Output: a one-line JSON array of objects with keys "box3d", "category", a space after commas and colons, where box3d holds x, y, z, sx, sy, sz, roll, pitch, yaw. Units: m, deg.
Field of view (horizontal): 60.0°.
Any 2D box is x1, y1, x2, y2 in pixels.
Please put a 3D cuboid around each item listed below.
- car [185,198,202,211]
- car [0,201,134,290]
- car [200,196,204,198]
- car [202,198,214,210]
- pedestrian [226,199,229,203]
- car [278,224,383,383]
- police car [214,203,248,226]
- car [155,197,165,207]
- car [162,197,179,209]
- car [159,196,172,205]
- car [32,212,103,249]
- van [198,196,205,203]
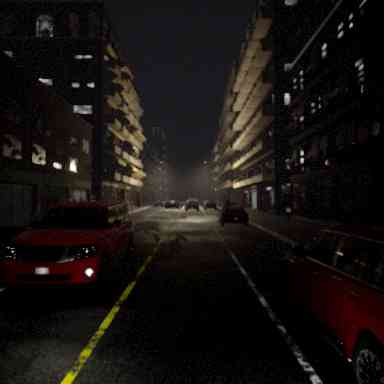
[{"box3d": [0.064, 1.889, 46.337, 1.812, 1.442, 4.674, 0, 0, 0], "category": "car"}, {"box3d": [-3.100, 1.298, 9.652, 2.150, 2.045, 5.566, 0, 0, 0], "category": "car"}, {"box3d": [2.709, 2.144, 71.465, 1.802, 1.307, 4.206, 1, 0, 0], "category": "car"}, {"box3d": [2.707, 1.913, 49.351, 1.752, 1.417, 4.829, 1, 0, 0], "category": "car"}, {"box3d": [3.004, 1.516, 28.225, 0.375, 1.860, 0.375, 1, -1, -5], "category": "pedestrian"}, {"box3d": [2.704, 1.352, 4.614, 2.192, 1.841, 5.009, 1, 0, 0], "category": "car"}, {"box3d": [3.001, 1.623, 25.202, 1.930, 1.638, 5.238, 0, 0, 0], "category": "police car"}, {"box3d": [-5.672, 2.040, 60.364, 1.947, 1.339, 4.313, 1, 0, 0], "category": "car"}, {"box3d": [-3.067, 1.969, 51.638, 1.994, 1.385, 4.181, 0, 0, 0], "category": "car"}, {"box3d": [-5.667, 1.877, 71.508, 2.192, 1.841, 5.009, 1, 0, 0], "category": "car"}, {"box3d": [-5.678, 1.707, 15.796, 1.802, 1.307, 4.206, 1, 0, 0], "category": "car"}, {"box3d": [2.719, 2.079, 93.750, 1.690, 1.788, 3.998, 1, 0, 0], "category": "van"}]
